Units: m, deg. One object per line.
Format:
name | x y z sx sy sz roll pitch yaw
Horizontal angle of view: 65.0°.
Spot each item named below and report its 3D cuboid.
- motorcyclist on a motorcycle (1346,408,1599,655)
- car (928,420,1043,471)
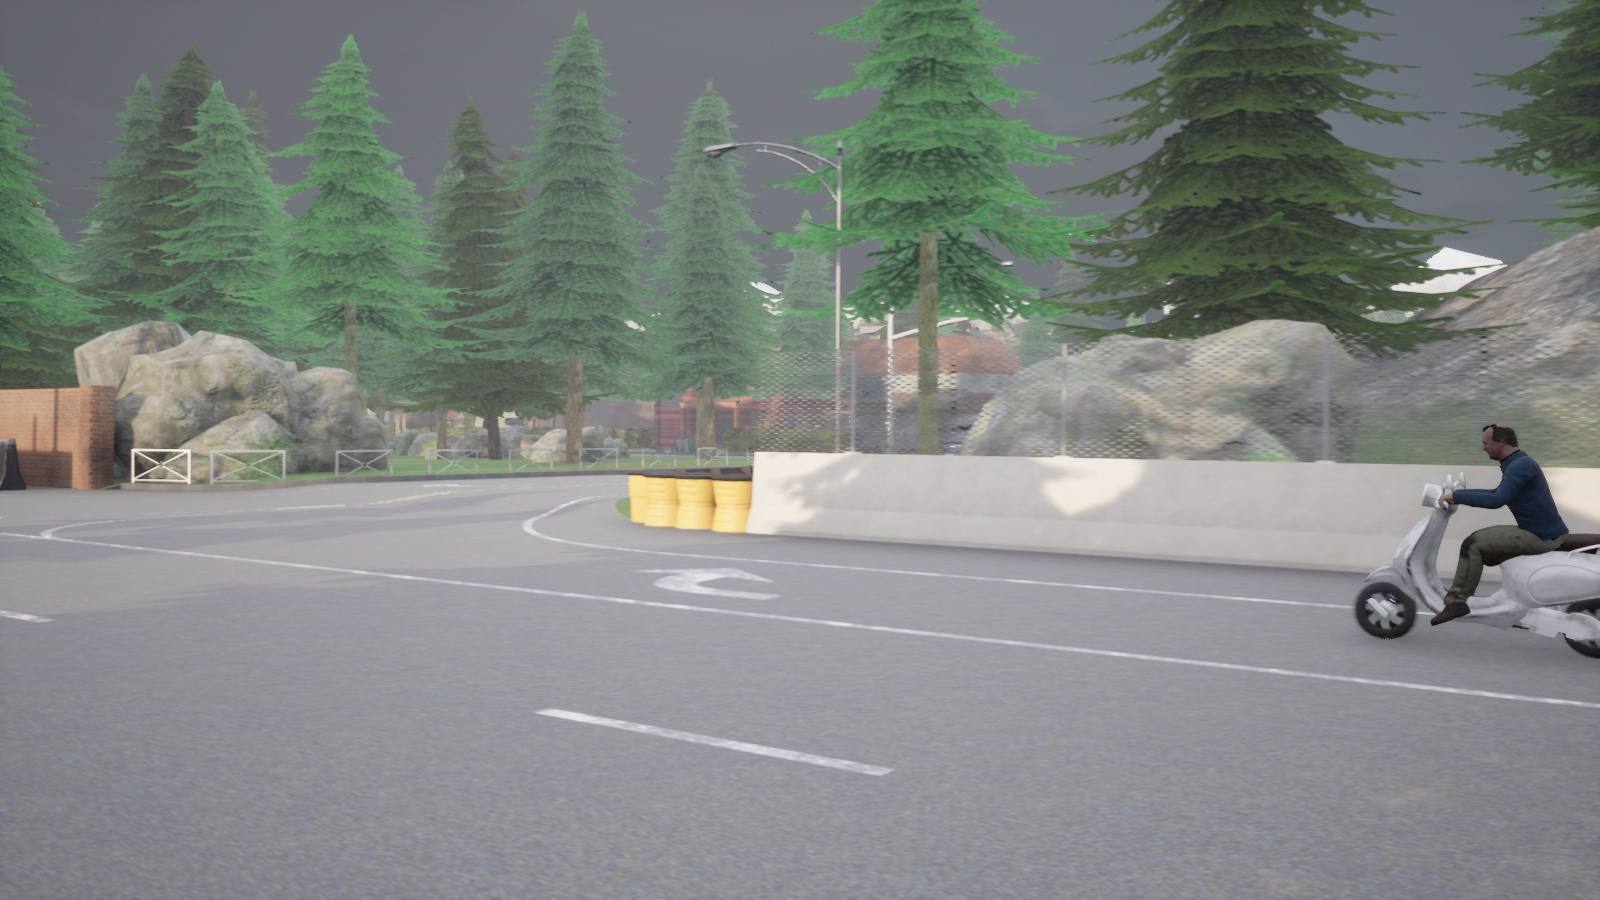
motorcyclist on a motorcycle | 4.878 0.521 8.785 1.817 1.590 0.866 0 1 34
car | 6.473 -0.185 43.355 2.033 1.649 4.856 0 1 34
